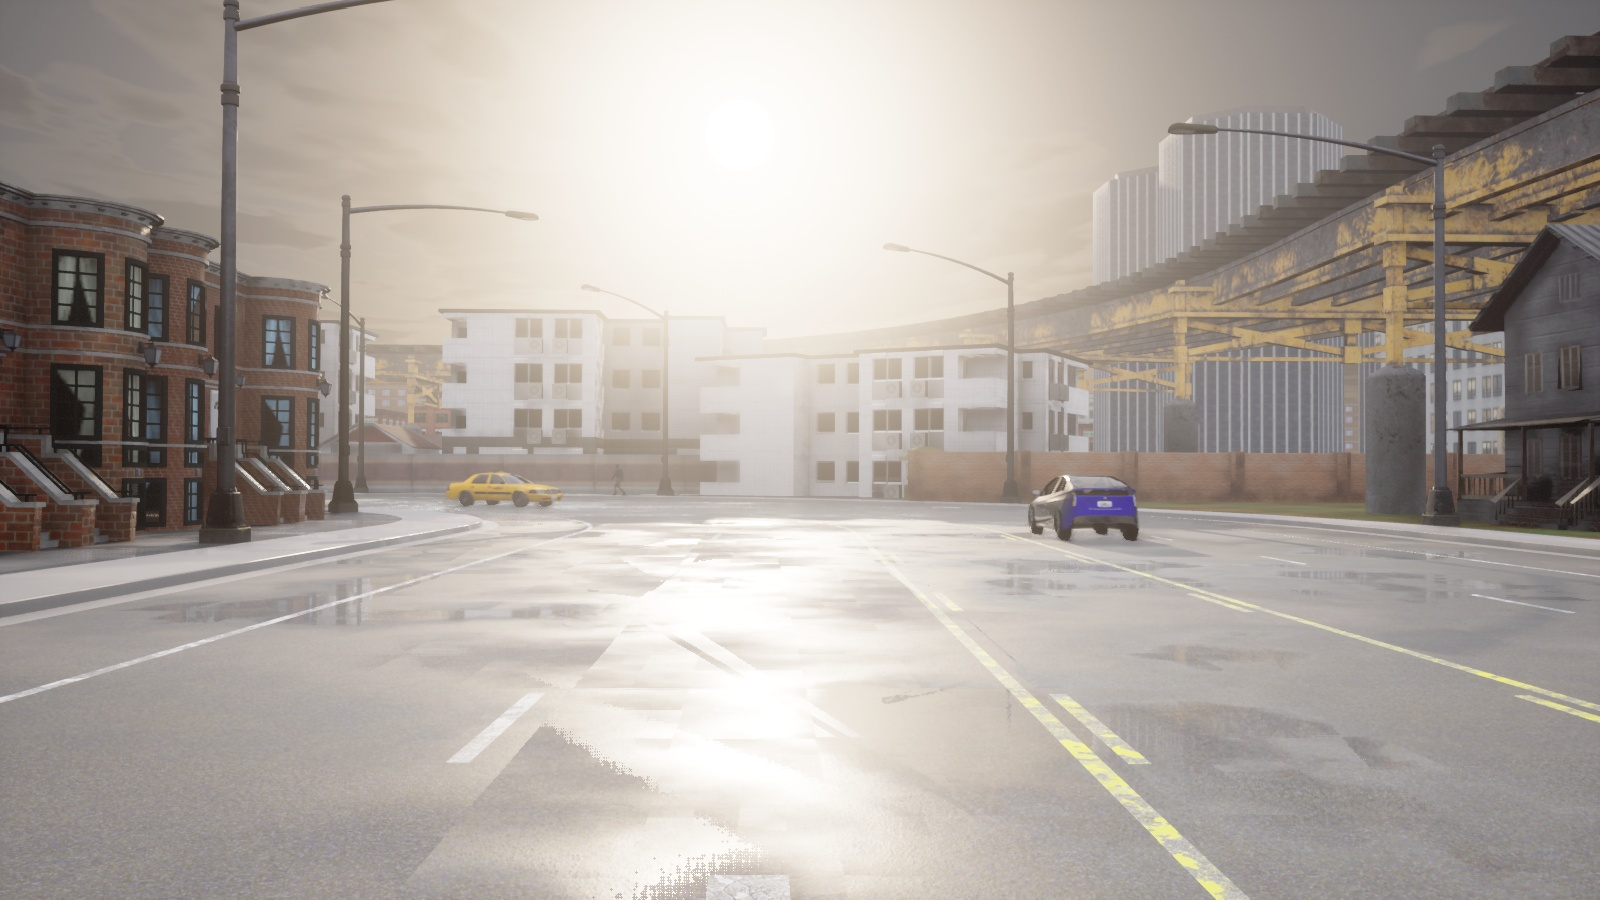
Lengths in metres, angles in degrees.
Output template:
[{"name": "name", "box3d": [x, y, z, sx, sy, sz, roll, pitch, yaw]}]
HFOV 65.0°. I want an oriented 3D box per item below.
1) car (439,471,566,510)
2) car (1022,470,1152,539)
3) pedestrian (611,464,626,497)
[{"name": "car", "box3d": [-12.577, 1.691, 52.967, 5.366, 1.575, 1.801, -1, -1, 29]}, {"name": "car", "box3d": [6.769, 1.239, 30.134, 2.007, 1.525, 4.514, 0, -1, -1]}, {"name": "pedestrian", "box3d": [-9.927, 1.660, 68.689, 0.726, 1.835, 0.370, -1, -1, 22]}]
